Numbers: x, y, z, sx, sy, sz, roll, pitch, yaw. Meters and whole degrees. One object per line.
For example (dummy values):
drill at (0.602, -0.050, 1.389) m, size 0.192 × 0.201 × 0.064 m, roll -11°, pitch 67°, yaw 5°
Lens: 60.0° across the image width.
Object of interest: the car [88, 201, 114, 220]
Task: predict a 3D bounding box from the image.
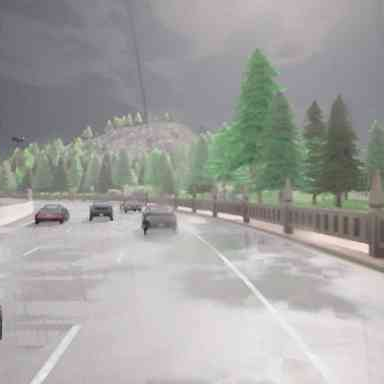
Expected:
car at (-7.695, 1.539, 28.254) m, size 1.837 × 1.490 × 4.892 m, roll 0°, pitch 0°, yaw -15°

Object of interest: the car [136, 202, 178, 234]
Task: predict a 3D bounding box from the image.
car at (-2.008, 1.502, 19.477) m, size 2.128 × 1.511 × 4.902 m, roll 0°, pitch 0°, yaw -10°

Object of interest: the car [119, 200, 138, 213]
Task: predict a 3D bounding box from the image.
car at (-6.909, 1.580, 37.197) m, size 2.033 × 1.411 × 5.357 m, roll 0°, pitch 0°, yaw -20°

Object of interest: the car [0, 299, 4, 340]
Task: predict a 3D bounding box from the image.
car at (-3.629, 1.366, 2.769) m, size 2.097 × 1.767 × 4.553 m, roll 0°, pitch 0°, yaw -1°

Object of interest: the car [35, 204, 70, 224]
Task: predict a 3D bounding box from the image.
car at (-10.441, 1.607, 25.037) m, size 1.994 × 1.385 × 4.181 m, roll 0°, pitch 0°, yaw -15°
